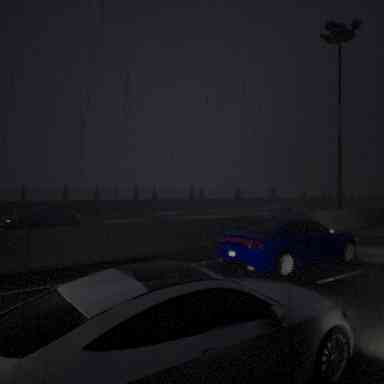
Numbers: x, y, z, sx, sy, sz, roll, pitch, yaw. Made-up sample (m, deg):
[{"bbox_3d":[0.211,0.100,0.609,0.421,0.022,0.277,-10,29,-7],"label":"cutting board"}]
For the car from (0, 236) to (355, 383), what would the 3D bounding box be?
[{"bbox_3d":[-0.138,1.527,3.647,4.674,1.442,1.812,0,0,-35],"label":"car"}]

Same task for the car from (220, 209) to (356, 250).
[{"bbox_3d":[3.072,1.482,10.237,5.008,1.535,1.882,0,0,-35],"label":"car"}]

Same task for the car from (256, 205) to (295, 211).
[{"bbox_3d":[5.049,1.533,20.480,4.674,1.442,1.812,0,0,-36],"label":"car"}]

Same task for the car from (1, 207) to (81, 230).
[{"bbox_3d":[-8.685,1.565,19.293,4.181,1.385,1.994,0,0,-35],"label":"car"}]
